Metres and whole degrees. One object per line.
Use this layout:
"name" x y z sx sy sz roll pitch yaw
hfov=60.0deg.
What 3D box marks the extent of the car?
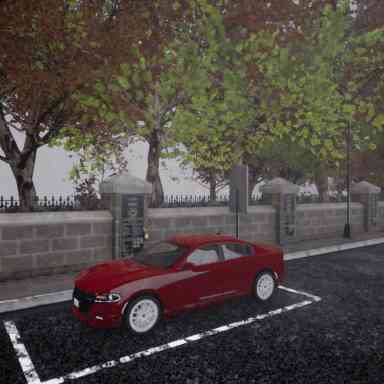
"car" -0.045 1.545 6.688 4.507 1.381 1.887 0 0 -36
